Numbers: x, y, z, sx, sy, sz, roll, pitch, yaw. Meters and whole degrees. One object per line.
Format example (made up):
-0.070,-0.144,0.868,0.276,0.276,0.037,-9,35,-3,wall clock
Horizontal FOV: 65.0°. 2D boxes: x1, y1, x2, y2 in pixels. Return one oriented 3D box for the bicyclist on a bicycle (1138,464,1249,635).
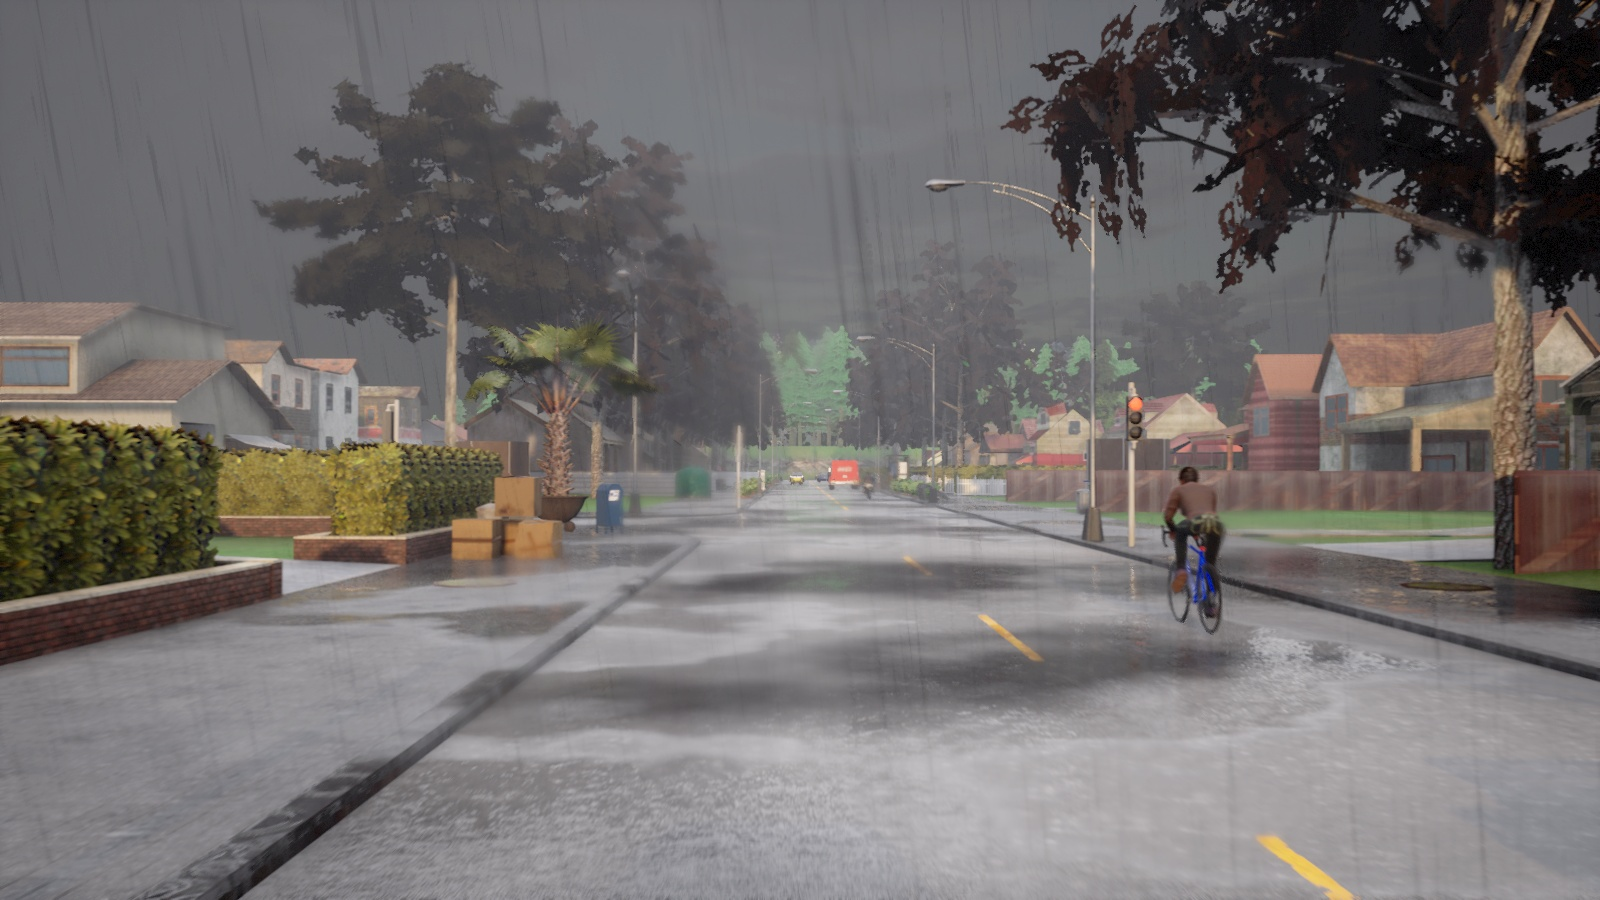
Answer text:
3.967,0.966,12.782,0.582,1.620,1.656,0,-1,0,bicyclist on a bicycle
